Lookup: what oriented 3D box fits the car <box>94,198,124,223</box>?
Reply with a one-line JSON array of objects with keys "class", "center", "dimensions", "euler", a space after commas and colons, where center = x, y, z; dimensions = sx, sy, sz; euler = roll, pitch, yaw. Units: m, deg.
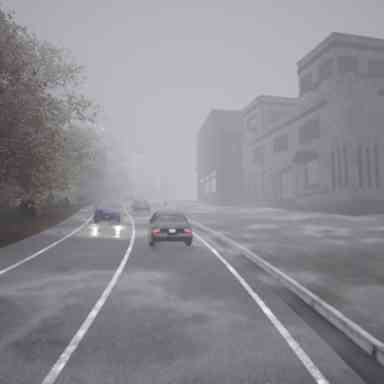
[{"class": "car", "center": [-6.323, 1.439, 25.241], "dimensions": [1.882, 1.535, 5.008], "euler": [1, 0, -12]}]

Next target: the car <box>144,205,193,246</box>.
[{"class": "car", "center": [-1.104, 1.573, 15.572], "dimensions": [2.033, 1.411, 5.357], "euler": [1, 0, -7]}]

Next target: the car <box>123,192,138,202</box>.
[{"class": "car", "center": [-12.393, 0.979, 67.415], "dimensions": [2.150, 2.045, 5.566], "euler": [0, 0, 3]}]

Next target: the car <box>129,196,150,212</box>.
[{"class": "car", "center": [-5.976, 1.513, 38.829], "dimensions": [1.994, 1.385, 4.181], "euler": [1, 0, -13]}]
